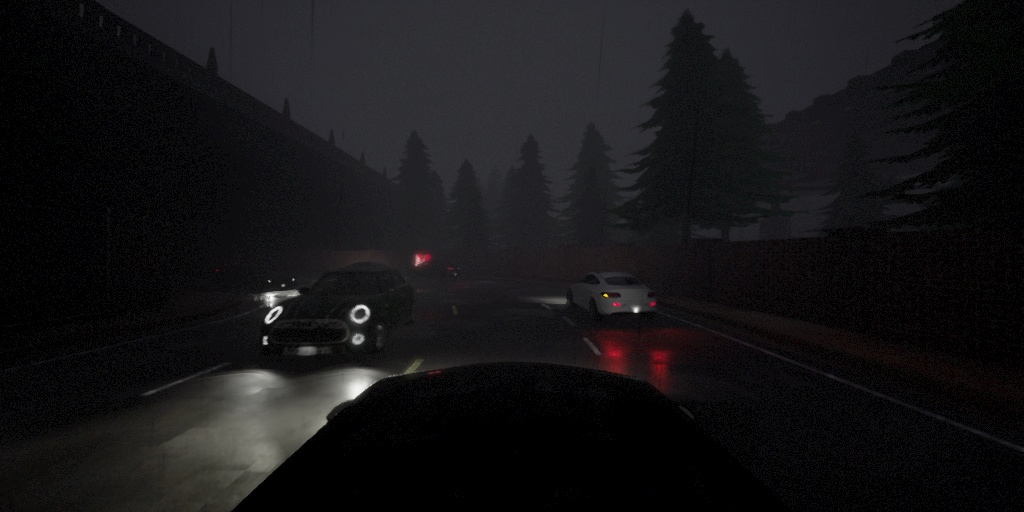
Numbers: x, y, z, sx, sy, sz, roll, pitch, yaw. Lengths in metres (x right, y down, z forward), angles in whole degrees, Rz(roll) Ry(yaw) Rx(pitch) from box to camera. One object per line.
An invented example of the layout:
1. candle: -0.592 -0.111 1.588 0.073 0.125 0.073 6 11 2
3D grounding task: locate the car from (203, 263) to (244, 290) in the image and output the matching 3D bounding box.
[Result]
1. car: -15.012 1.228 20.776 5.357 1.411 2.033 0 0 23

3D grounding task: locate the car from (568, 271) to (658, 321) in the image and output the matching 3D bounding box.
1. car: 3.250 1.237 12.232 1.812 1.442 4.674 0 0 -4

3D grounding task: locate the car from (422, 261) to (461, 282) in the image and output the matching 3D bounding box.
1. car: -6.167 1.145 28.035 4.902 1.511 2.128 0 0 35

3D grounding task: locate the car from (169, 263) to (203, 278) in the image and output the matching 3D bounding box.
1. car: -27.118 1.244 31.188 4.718 1.301 1.895 0 0 7

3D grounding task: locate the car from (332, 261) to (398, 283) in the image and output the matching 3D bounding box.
1. car: -11.001 1.162 26.773 4.892 1.490 1.837 0 -1 28

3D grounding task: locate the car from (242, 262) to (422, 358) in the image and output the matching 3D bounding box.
1. car: -3.730 1.077 8.567 2.097 1.767 4.553 0 0 -3

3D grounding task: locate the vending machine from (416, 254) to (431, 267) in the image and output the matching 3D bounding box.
1. vending machine: -8.355 0.828 33.729 0.880 2.100 1.100 0 0 25
